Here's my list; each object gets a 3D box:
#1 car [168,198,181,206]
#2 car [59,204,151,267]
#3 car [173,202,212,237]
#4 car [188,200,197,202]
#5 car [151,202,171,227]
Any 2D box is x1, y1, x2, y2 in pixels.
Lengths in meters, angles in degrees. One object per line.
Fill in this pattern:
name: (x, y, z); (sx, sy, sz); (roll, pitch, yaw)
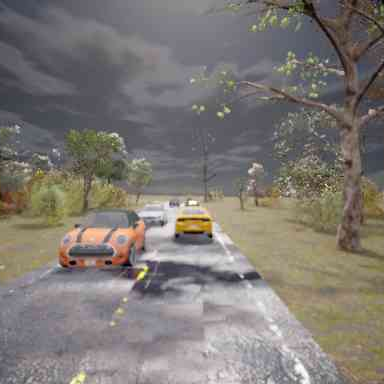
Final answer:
car: (-2.965, 1.759, 57.231); (1.837, 1.490, 4.892); (0, 0, -1)
car: (-2.851, 1.403, 11.559); (2.097, 1.767, 4.553); (0, 0, 0)
car: (0.075, 1.559, 18.578); (1.882, 1.535, 5.008); (0, 0, 0)
car: (0.067, 1.768, 43.666); (1.994, 1.385, 4.181); (0, 0, 0)
car: (-2.808, 1.636, 24.202); (1.812, 1.442, 4.674); (0, 0, 0)
